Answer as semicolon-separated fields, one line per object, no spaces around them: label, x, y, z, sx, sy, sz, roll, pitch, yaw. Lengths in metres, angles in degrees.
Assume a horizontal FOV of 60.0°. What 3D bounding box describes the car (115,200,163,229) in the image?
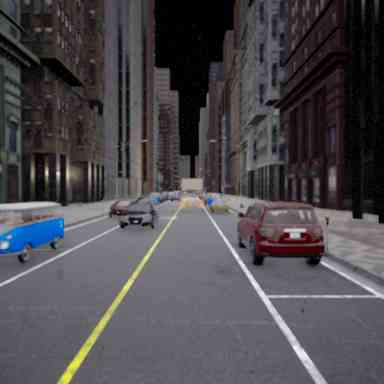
car;-3.097;1.422;20.257;1.994;1.385;4.181;0;0;0

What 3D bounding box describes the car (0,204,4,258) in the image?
car;-5.764;1.274;5.648;2.192;1.841;5.009;0;0;0

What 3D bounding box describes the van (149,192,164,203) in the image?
van;-5.760;1.002;50.741;1.690;1.788;3.998;0;0;0

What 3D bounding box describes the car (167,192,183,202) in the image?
car;-3.019;1.139;61.602;2.033;1.411;5.357;0;0;1

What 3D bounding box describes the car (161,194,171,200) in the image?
car;-5.757;1.062;73.289;1.887;1.381;4.507;0;0;0

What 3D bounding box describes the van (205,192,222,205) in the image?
van;2.764;1.074;39.479;1.690;1.788;3.998;0;0;0

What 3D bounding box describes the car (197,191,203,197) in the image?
car;2.768;0.958;73.297;1.967;1.590;4.097;0;0;0

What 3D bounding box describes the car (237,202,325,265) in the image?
car;2.761;1.234;11.298;2.192;1.841;5.009;0;0;0

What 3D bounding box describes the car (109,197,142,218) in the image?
car;-5.762;1.350;28.196;1.887;1.381;4.507;0;0;0

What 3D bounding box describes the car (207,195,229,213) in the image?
car;2.764;1.293;34.015;1.752;1.417;4.829;0;0;0

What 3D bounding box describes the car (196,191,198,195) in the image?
car;2.769;0.762;84.569;2.192;1.841;5.009;0;0;0

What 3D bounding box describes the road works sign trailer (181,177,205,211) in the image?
road works sign trailer;0.004;0.221;35.790;2.380;3.560;2.880;0;0;0

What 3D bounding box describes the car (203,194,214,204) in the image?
car;2.766;1.149;56.559;1.752;1.417;4.829;0;0;0

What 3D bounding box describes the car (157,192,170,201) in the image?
car;-5.758;0.868;67.650;2.192;1.841;5.009;0;0;0

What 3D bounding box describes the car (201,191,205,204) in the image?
car;2.765;1.101;50.753;1.967;1.590;4.097;0;0;0

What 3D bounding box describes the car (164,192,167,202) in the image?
car;-5.758;1.191;56.379;1.947;1.339;4.313;0;0;0

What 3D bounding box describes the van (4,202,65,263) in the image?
van;-5.764;1.260;11.284;1.690;1.788;3.998;0;0;0

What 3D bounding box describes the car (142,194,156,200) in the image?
car;-5.760;1.299;39.469;1.947;1.339;4.313;0;0;0
